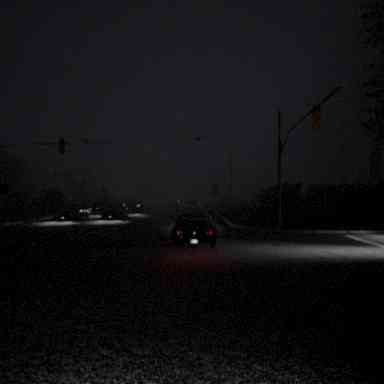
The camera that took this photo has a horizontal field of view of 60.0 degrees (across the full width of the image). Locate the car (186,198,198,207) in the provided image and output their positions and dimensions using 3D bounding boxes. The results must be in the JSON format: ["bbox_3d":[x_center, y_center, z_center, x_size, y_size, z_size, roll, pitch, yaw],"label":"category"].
[{"bbox_3d":[0.006,1.905,61.225,1.837,1.490,4.892,0,0,0],"label":"car"}]

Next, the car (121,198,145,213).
[{"bbox_3d":[-7.049,1.619,40.710,2.097,1.767,4.553,0,0,0],"label":"car"}]

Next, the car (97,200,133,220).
[{"bbox_3d":[-7.126,1.752,31.185,2.033,1.411,5.357,0,0,-3],"label":"car"}]

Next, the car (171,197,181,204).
[{"bbox_3d":[-3.452,1.796,71.620,1.882,1.535,5.008,0,0,1],"label":"car"}]

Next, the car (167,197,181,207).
[{"bbox_3d":[-3.493,1.948,61.211,2.033,1.411,5.357,0,0,0],"label":"car"}]

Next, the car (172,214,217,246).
[{"bbox_3d":[0.100,1.704,15.686,1.895,1.301,4.718,0,0,0],"label":"car"}]

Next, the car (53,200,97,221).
[{"bbox_3d":[-10.590,1.744,29.943,2.033,1.411,5.357,0,0,0],"label":"car"}]

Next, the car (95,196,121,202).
[{"bbox_3d":[-10.545,1.483,39.944,2.150,2.045,5.566,0,0,1],"label":"car"}]

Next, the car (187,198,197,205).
[{"bbox_3d":[0.049,1.993,71.588,2.128,1.511,4.902,0,0,1],"label":"car"}]

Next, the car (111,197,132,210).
[{"bbox_3d":[-10.498,1.679,49.979,2.097,1.767,4.553,0,0,0],"label":"car"}]
